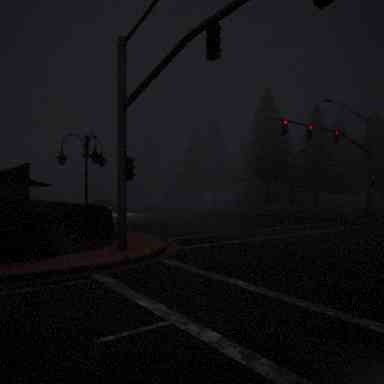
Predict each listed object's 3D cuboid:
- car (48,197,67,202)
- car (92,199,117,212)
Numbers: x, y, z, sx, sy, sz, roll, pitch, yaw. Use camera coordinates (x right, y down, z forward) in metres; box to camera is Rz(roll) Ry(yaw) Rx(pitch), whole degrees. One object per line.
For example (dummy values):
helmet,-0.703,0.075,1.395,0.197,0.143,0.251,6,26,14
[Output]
car,-20.971,1.491,51.787,1.882,1.535,5.008,0,0,-37
car,-9.300,1.497,36.054,1.837,1.490,4.892,0,0,-37
